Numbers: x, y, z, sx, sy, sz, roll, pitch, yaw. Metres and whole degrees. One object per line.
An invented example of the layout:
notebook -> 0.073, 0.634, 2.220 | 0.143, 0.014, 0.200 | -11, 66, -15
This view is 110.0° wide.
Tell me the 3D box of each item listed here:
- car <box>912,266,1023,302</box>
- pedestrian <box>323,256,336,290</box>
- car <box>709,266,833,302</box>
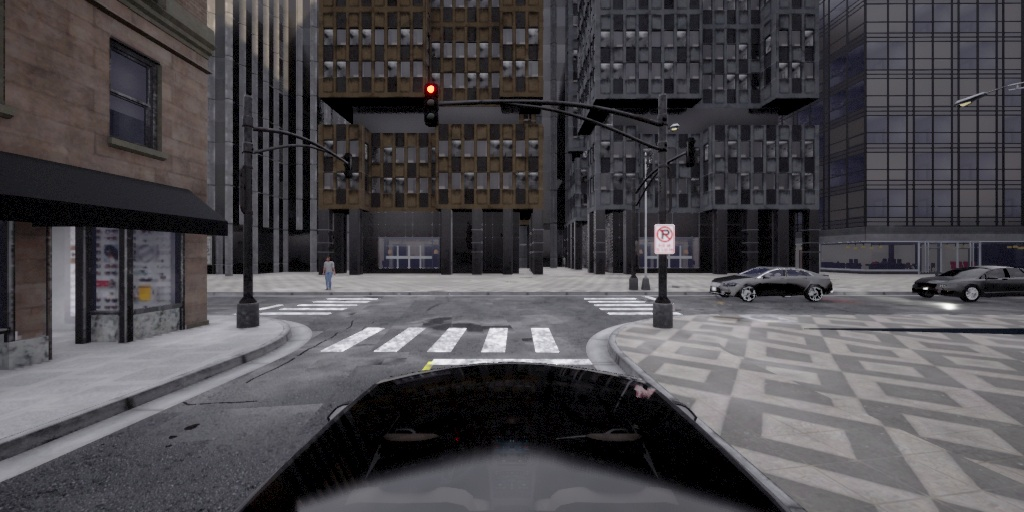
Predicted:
car -> 21.149, 1.223, 16.211 | 4.892, 1.490, 1.837 | 0, 0, 1
pedestrian -> -9.935, 0.902, 19.445 | 0.375, 1.860, 0.375 | 0, 0, 0
car -> 11.629, 1.223, 16.274 | 4.902, 1.511, 2.128 | 0, 0, 0
